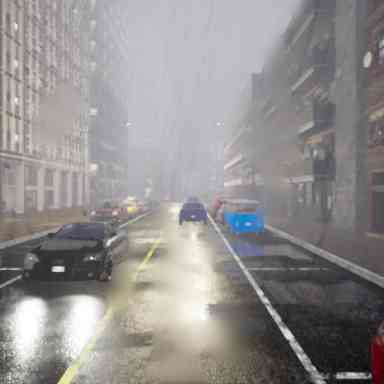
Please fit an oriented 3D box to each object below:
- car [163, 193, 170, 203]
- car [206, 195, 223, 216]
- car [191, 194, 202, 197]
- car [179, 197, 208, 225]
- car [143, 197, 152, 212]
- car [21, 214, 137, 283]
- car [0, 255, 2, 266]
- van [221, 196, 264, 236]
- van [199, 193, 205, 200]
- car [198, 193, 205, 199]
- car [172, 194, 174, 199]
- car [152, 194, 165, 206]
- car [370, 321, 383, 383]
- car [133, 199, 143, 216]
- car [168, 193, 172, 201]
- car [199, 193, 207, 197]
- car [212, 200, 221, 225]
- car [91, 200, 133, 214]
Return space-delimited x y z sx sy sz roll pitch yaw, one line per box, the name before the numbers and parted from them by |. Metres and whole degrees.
car | -5.686 1.427 62.110 1.802 1.307 4.206 0 0 0
car | 2.691 1.238 28.804 2.192 1.841 5.009 0 0 0
car | 0.103 1.358 46.636 1.882 1.535 5.008 0 0 0
car | 0.083 1.413 23.770 1.882 1.535 5.008 0 0 0
car | -5.688 1.460 34.355 2.008 1.369 4.403 0 0 0
car | -2.999 1.537 9.450 1.994 1.385 4.181 0 0 0
car | -5.691 1.507 6.431 1.752 1.417 4.829 0 0 0
van | 2.690 1.292 17.702 1.690 1.788 3.998 0 0 0
van | 2.696 1.130 89.865 1.690 1.788 3.998 0 0 0
car | 2.697 1.218 95.415 1.967 1.590 4.097 0 0 0
car | -5.685 1.136 73.211 2.192 1.841 5.009 0 0 0
car | -5.687 1.421 51.007 2.008 1.369 4.403 0 0 0
car | 2.689 1.312 1.050 2.192 1.841 5.009 0 0 0
car | -5.689 1.448 28.634 1.752 1.417 4.829 0 0 0
car | -5.686 1.273 67.660 1.967 1.590 4.097 0 0 0
car | 2.695 1.125 78.762 2.192 1.841 5.009 0 0 0
car | 2.692 1.488 23.253 2.008 1.369 4.403 0 0 0
car | -5.689 1.377 23.253 1.967 1.590 4.097 0 0 0
